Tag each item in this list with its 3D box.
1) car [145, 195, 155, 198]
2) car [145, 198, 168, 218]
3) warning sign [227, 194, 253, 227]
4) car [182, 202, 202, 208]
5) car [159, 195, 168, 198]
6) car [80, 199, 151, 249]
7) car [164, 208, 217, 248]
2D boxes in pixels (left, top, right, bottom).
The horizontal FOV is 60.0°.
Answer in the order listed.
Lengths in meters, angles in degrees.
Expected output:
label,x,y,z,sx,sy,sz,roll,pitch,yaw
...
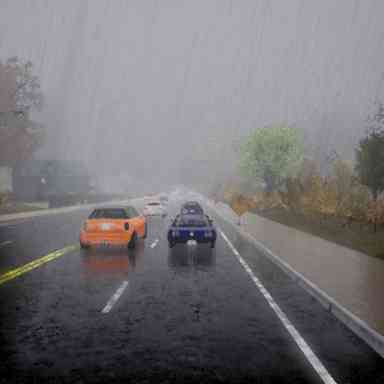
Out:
label,x,y,z,sx,sy,sz,roll,pitch,yaw
car,-9.749,1.329,76.754,1.882,1.535,5.008,0,0,0
car,-3.249,1.507,29.667,1.812,1.442,4.674,0,0,0
warning sign,2.882,1.100,20.140,1.300,1.860,1.060,2,2,0
car,0.001,1.547,29.668,1.994,1.385,4.181,0,0,0
car,-6.499,1.446,76.724,1.895,1.301,4.718,0,0,0
car,-3.250,1.356,14.628,2.097,1.767,4.553,0,0,0
car,0.000,1.606,14.689,1.895,1.301,4.718,0,0,0
